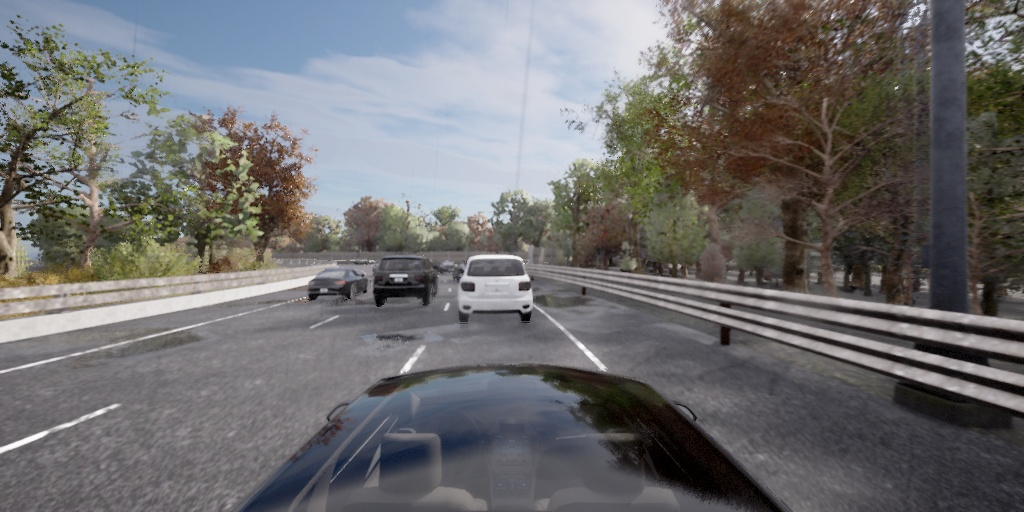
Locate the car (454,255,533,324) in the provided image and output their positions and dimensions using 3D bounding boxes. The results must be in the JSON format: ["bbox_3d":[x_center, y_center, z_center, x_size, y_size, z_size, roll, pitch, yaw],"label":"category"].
[{"bbox_3d":[-0.670,0.986,12.303,2.150,2.045,5.566,0,0,-6],"label":"car"}]

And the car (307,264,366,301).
[{"bbox_3d":[-8.389,1.308,17.598,1.812,1.442,4.674,0,0,-9],"label":"car"}]

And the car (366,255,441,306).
[{"bbox_3d":[-4.595,0.996,16.127,2.150,2.045,5.566,0,0,-7],"label":"car"}]

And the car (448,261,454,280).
[{"bbox_3d":[-3.738,1.334,29.031,2.033,1.411,5.357,0,0,-15],"label":"car"}]

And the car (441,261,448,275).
[{"bbox_3d":[-7.454,1.332,40.666,1.812,1.442,4.674,0,0,-20],"label":"car"}]
